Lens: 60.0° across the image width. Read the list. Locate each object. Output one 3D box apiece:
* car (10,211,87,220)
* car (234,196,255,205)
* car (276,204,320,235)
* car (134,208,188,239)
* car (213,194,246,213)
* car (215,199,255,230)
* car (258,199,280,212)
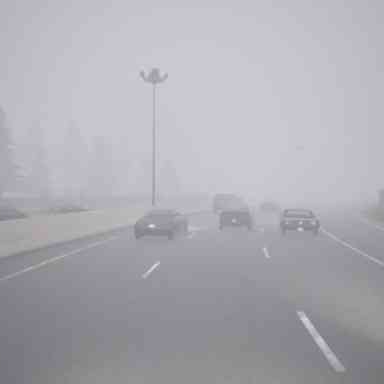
[{"bbox_3d":[-8.219,1.488,20.480,2.033,1.411,5.357,0,0,13],"label":"car"},{"bbox_3d":[9.408,1.524,59.594,1.994,1.385,4.181,0,0,36],"label":"car"},{"bbox_3d":[6.000,1.600,19.058,1.895,1.301,4.718,0,0,13],"label":"car"},{"bbox_3d":[-1.480,1.535,17.282,1.994,1.385,4.181,0,0,11],"label":"car"},{"bbox_3d":[3.898,1.191,35.280,2.150,2.045,5.566,0,0,22],"label":"car"},{"bbox_3d":[2.948,1.462,21.172,1.882,1.535,5.008,0,0,13],"label":"car"},{"bbox_3d":[8.943,1.511,38.004,1.812,1.442,4.674,0,0,25],"label":"car"}]
